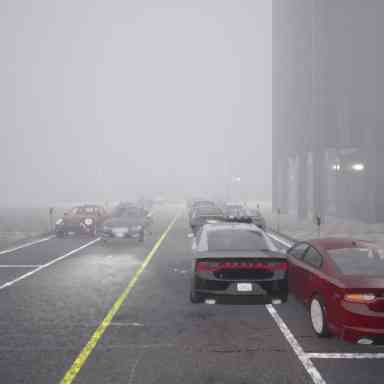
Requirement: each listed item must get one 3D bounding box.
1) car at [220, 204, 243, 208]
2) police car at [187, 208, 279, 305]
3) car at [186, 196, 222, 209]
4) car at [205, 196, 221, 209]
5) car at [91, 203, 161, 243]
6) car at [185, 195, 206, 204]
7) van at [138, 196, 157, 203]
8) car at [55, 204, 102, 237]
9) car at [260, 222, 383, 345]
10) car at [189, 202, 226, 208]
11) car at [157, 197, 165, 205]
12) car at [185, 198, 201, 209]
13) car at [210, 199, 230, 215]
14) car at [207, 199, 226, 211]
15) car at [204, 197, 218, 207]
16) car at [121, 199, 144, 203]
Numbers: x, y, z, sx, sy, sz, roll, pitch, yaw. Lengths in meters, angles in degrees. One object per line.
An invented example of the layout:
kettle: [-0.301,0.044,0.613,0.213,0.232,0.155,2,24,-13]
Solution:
car: [2.813,1.548,17.730,2.008,1.369,4.403,0,0,0]
police car: [0.911,1.426,8.300,1.930,1.638,5.238,0,0,0]
car: [0.821,1.346,24.161,2.097,1.767,4.553,0,0,0]
car: [2.900,1.417,45.934,1.967,1.590,4.097,0,0,0]
car: [-2.951,1.489,16.058,2.128,1.511,4.902,0,0,0]
car: [0.762,1.447,64.739,1.882,1.535,5.008,0,0,32]
van: [-5.643,1.323,40.318,1.690,1.788,3.998,0,0,0]
car: [-5.713,1.437,17.754,1.967,1.590,4.097,0,0,0]
car: [2.778,1.544,6.449,1.887,1.381,4.507,0,0,0]
car: [0.891,1.502,18.190,1.837,1.490,4.892,0,0,0]
car: [-5.590,1.516,57.241,2.008,1.369,4.403,0,0,0]
car: [0.169,1.525,45.849,2.033,1.411,5.357,0,0,1]
car: [2.866,1.512,34.822,1.752,1.417,4.829,0,0,0]
car: [2.883,1.533,40.293,2.008,1.369,4.403,0,0,0]
car: [2.918,1.522,51.575,2.008,1.369,4.403,0,0,0]
car: [-5.677,1.557,29.037,1.947,1.339,4.313,0,0,0]
